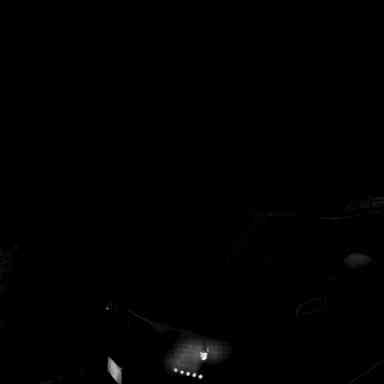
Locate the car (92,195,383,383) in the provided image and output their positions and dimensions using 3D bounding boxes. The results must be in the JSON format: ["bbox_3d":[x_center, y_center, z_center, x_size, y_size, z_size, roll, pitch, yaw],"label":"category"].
[{"bbox_3d":[1.582,1.121,4.470,5.566,2.045,2.150,-2,1,-35],"label":"car"}]
